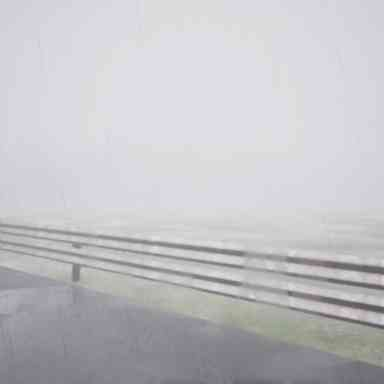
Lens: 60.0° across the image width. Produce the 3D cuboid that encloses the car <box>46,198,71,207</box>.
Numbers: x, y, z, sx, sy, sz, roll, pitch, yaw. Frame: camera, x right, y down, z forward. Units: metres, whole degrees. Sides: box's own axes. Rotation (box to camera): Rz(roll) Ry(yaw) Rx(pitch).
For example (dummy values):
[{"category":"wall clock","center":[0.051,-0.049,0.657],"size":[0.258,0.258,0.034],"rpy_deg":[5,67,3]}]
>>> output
[{"category":"car","center":[-22.612,1.784,56.662],"size":[4.674,1.442,1.812],"rpy_deg":[0,0,5]}]
